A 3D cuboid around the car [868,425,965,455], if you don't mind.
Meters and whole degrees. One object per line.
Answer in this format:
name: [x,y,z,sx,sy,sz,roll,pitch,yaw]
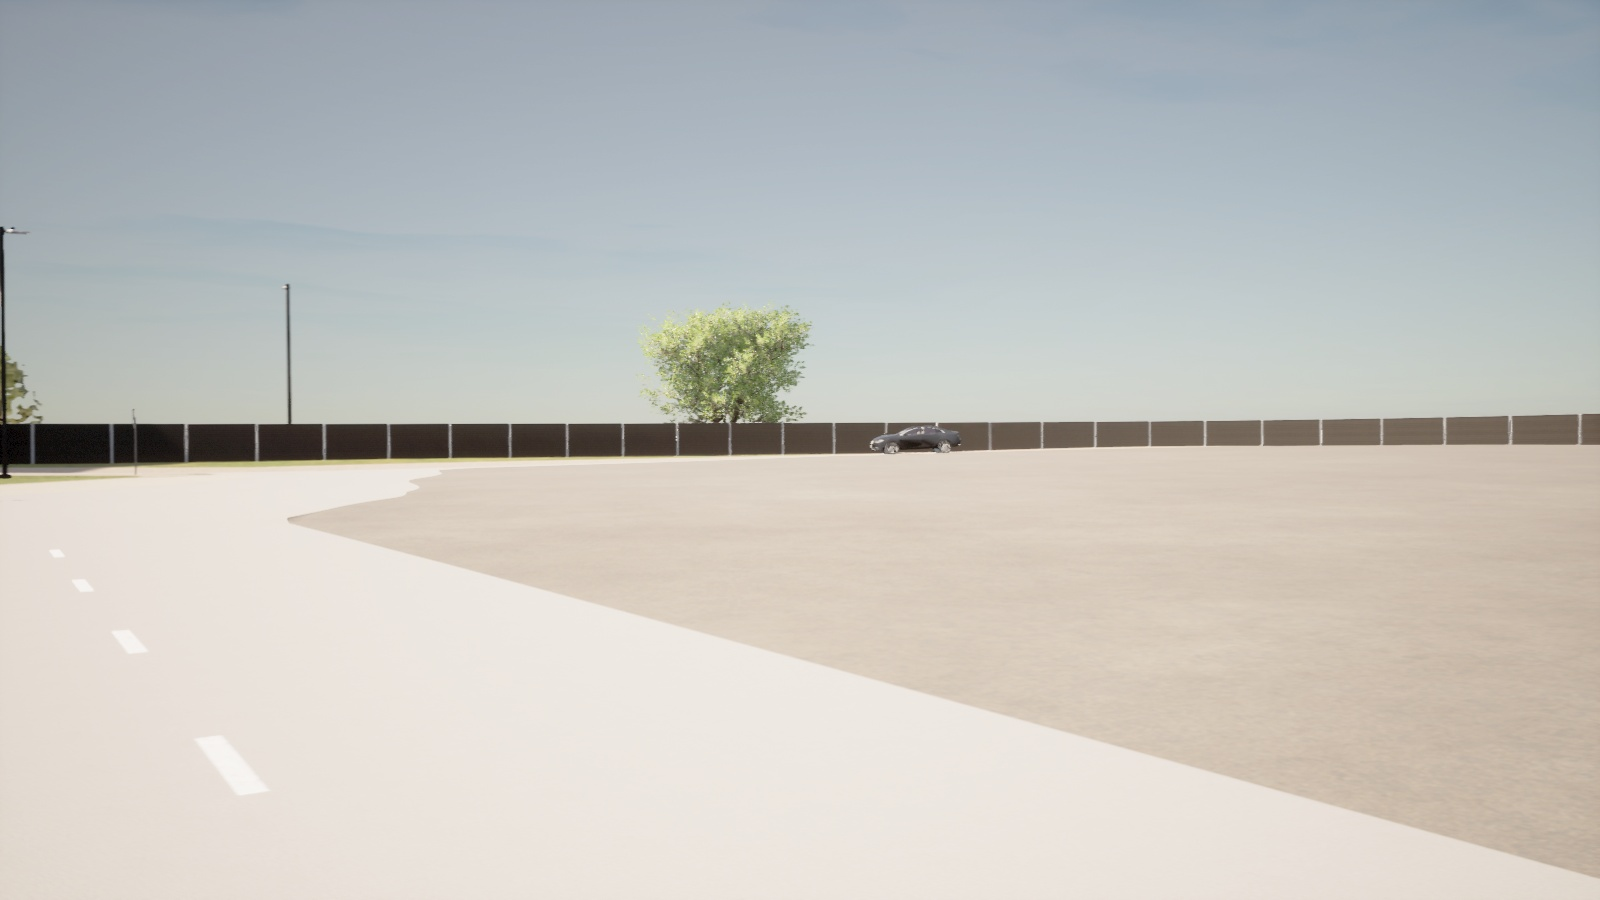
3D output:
car: [6.305,-0.525,68.063,4.902,1.511,2.128,-1,0,-5]
